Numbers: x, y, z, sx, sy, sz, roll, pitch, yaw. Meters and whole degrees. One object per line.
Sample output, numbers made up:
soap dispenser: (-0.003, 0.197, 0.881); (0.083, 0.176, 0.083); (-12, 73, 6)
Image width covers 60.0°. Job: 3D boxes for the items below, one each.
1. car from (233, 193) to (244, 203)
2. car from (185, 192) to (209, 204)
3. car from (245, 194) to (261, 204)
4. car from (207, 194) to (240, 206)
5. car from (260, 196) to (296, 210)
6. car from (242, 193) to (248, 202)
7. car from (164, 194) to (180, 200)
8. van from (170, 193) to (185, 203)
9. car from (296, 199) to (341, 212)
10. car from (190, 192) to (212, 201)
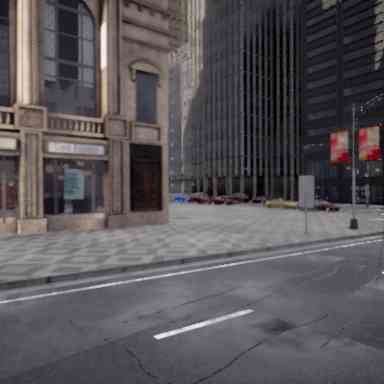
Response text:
car: (5.702, 1.328, 55.216); (2.128, 1.511, 4.902); (-1, 1, -35)
car: (1.508, 1.142, 56.256); (2.192, 1.841, 5.009); (0, 0, -36)
car: (11.712, 1.382, 56.685); (1.947, 1.339, 4.313); (0, 0, -36)
car: (4.799, 1.422, 51.697); (1.887, 1.381, 4.507); (0, 0, -36)
car: (11.483, 1.500, 42.438); (1.752, 1.417, 4.829); (0, 0, -36)
car: (8.422, 1.081, 61.244); (2.192, 1.841, 5.009); (0, 0, -36)
car: (-4.748, 1.129, 79.487); (1.802, 1.307, 4.206); (0, 0, -36)
van: (-1.784, 1.115, 60.817); (1.690, 1.788, 3.998); (0, 0, -36)
car: (14.676, 1.564, 38.015); (1.887, 1.381, 4.507); (0, 0, -36)
car: (1.838, 0.974, 70.365); (2.192, 1.841, 5.009); (0, 0, -36)
